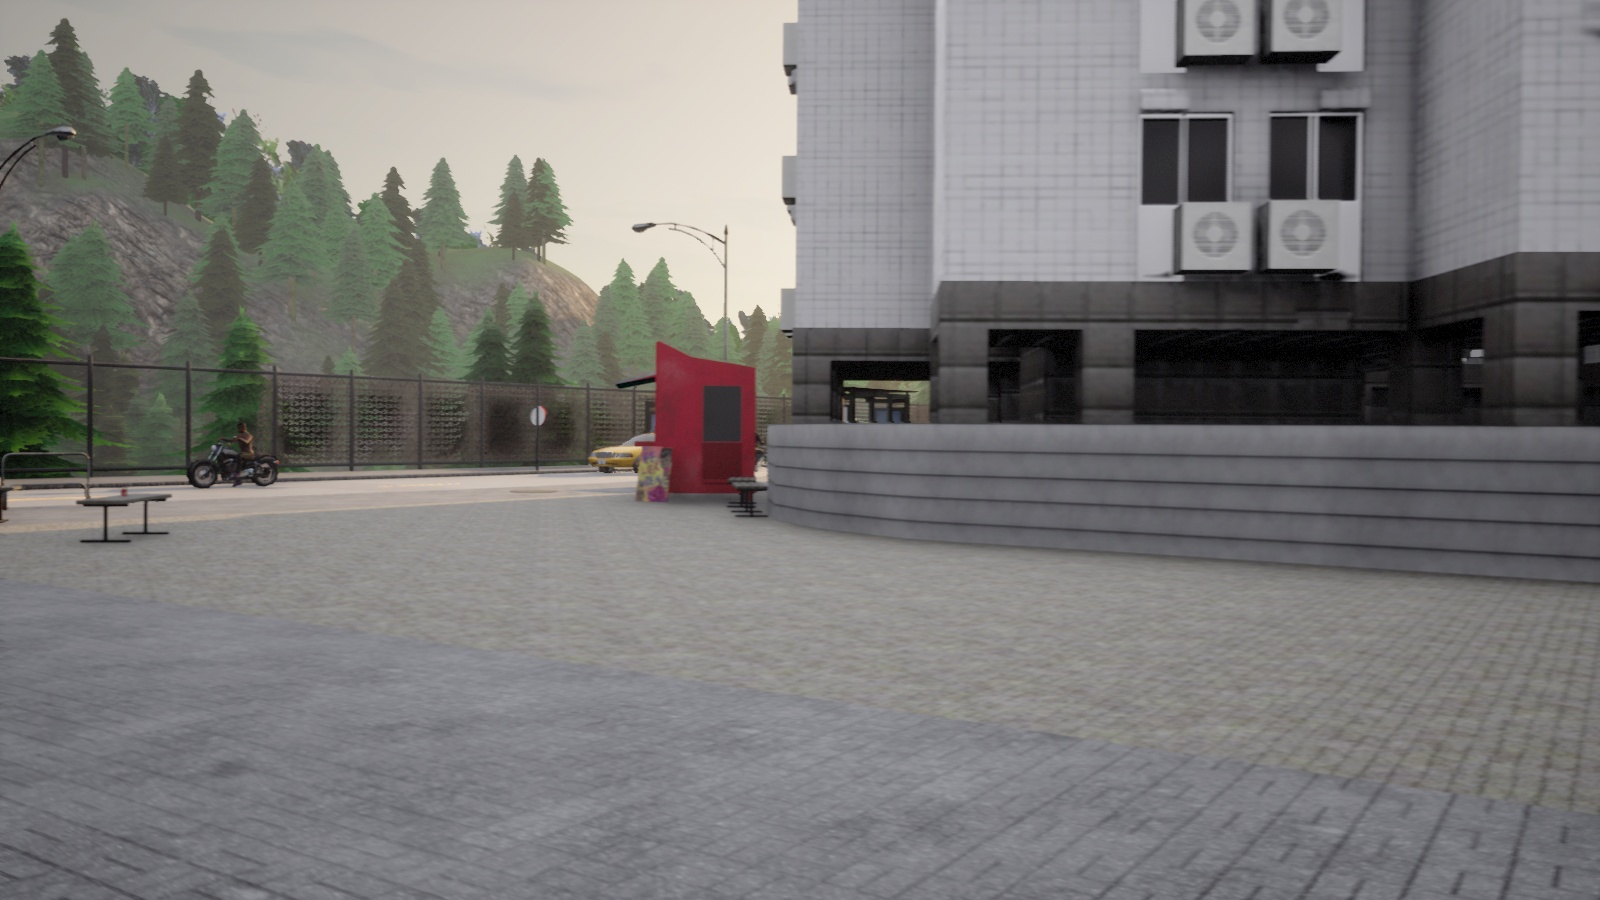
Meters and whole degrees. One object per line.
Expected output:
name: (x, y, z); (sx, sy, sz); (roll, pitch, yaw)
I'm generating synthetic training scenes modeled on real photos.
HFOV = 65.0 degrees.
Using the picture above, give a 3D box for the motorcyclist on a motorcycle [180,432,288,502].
motorcyclist on a motorcycle: (-13.881, 0.386, 30.856); (0.766, 1.649, 2.350); (0, 1, 34)

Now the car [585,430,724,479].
car: (-5.023, 0.113, 44.202); (1.801, 1.575, 5.366); (0, 1, 34)
